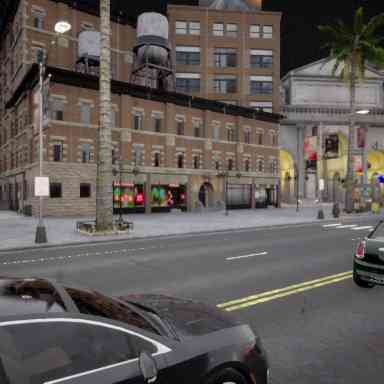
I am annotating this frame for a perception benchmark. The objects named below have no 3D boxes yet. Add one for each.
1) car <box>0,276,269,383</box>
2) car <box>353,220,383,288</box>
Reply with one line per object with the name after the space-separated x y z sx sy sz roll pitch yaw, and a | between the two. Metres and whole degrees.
-1.459 1.505 2.698 4.892 1.490 1.837 0 0 -36 | car
5.916 1.352 7.994 4.553 1.767 2.097 0 0 -35 | car
